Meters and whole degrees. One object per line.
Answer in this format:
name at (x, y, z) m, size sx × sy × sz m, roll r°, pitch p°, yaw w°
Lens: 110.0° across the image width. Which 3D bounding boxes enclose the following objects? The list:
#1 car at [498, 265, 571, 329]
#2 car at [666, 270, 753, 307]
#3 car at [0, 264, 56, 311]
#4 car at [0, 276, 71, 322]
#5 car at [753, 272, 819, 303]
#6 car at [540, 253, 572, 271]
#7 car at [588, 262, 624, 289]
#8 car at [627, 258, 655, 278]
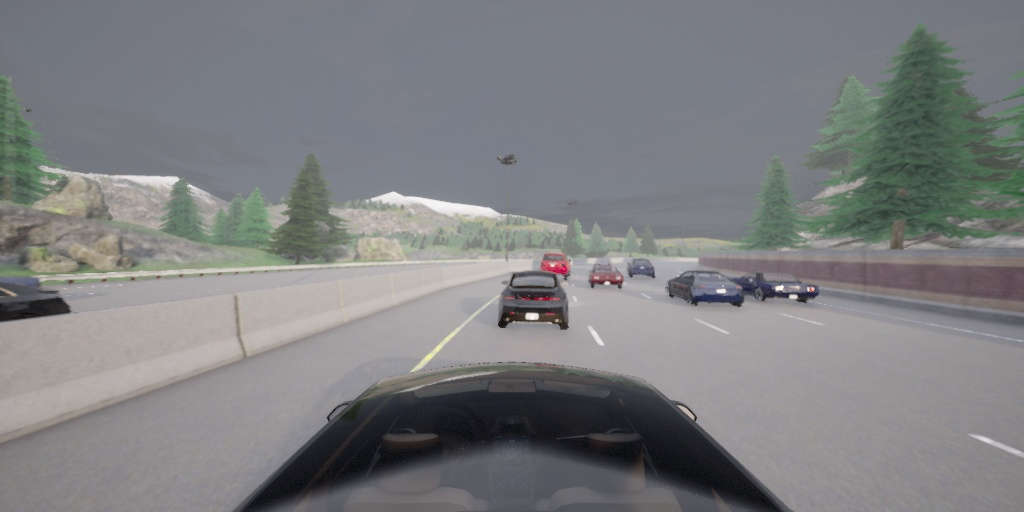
car at (0.700, 1.191, 11.022) m, size 1.837 × 1.490 × 4.892 m, roll 1°, pitch 0°, yaw 5°
car at (8.280, 1.310, 15.735) m, size 1.994 × 1.385 × 4.181 m, roll 1°, pitch 0°, yaw 7°
car at (-17.175, 1.013, 9.953) m, size 2.033 × 1.411 × 5.357 m, roll 1°, pitch 0°, yaw 4°
car at (-10.390, 1.092, 5.514) m, size 1.837 × 1.490 × 4.892 m, roll 1°, pitch 0°, yaw 3°
car at (11.944, 1.384, 16.998) m, size 1.895 × 1.301 × 4.718 m, roll 1°, pitch 0°, yaw 8°
car at (3.640, 0.799, 29.574) m, size 2.150 × 2.045 × 5.566 m, roll 1°, pitch 0°, yaw 13°
car at (5.795, 1.261, 22.614) m, size 1.895 × 1.301 × 4.718 m, roll 1°, pitch 0°, yaw 10°
car at (11.637, 1.008, 32.651) m, size 2.097 × 1.767 × 4.553 m, roll 1°, pitch 0°, yaw 14°
